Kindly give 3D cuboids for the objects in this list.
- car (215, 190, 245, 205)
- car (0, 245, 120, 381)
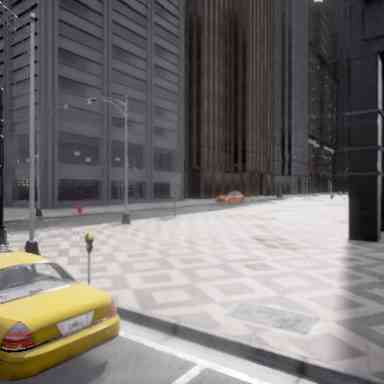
[{"bbox_3d":[4.763,0.706,41.657,2.097,1.767,4.553,0,1,36],"label":"car"},{"bbox_3d":[-3.255,1.526,5.289,4.829,1.417,1.752,0,0,35],"label":"car"}]
